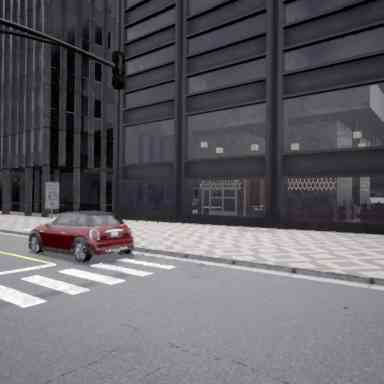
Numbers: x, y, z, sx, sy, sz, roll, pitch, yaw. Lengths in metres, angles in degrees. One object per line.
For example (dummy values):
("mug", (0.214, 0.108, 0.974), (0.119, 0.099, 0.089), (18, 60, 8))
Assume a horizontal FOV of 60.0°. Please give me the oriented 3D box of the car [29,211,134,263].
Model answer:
("car", (-4.377, 1.527, 12.917), (4.553, 1.767, 2.097), (-1, -1, 38))
